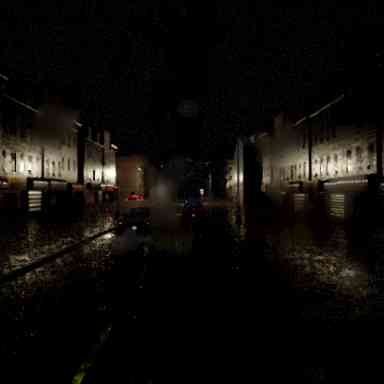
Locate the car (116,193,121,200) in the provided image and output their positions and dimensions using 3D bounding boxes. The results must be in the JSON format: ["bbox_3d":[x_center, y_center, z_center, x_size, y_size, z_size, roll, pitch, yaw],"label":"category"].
[{"bbox_3d":[-20.089,1.184,82.595,5.009,1.841,2.192,0,0,0],"label":"car"}]

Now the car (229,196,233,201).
[{"bbox_3d":[11.754,1.416,82.636,5.009,1.841,2.192,0,-1,0],"label":"car"}]

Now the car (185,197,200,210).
[{"bbox_3d":[0.117,1.468,44.038,1.882,1.535,5.008,0,0,0],"label":"car"}]

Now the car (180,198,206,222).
[{"bbox_3d":[0.110,1.486,26.580,2.128,1.511,4.902,0,0,0],"label":"car"}]

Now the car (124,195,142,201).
[{"bbox_3d":[-14.657,1.451,82.600,4.507,1.381,1.887,0,0,0],"label":"car"}]

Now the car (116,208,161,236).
[{"bbox_3d":[-2.830,1.560,18.248,1.994,1.385,4.181,0,0,0],"label":"car"}]
